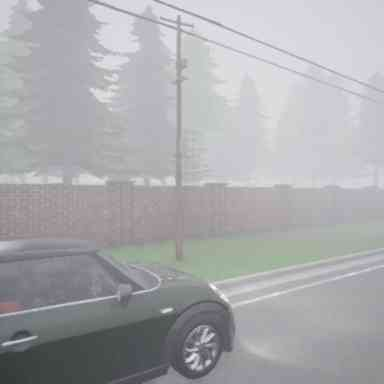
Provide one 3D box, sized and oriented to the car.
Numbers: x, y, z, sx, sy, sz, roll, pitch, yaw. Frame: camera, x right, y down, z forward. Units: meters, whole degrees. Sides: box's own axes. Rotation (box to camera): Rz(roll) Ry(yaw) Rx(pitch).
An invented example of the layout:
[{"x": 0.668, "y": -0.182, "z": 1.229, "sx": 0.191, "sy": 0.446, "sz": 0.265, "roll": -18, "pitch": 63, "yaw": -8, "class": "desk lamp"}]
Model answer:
[{"x": -1.615, "y": 1.353, "z": 4.007, "sx": 4.553, "sy": 1.767, "sz": 2.097, "roll": 0, "pitch": 0, "yaw": -35, "class": "car"}]
